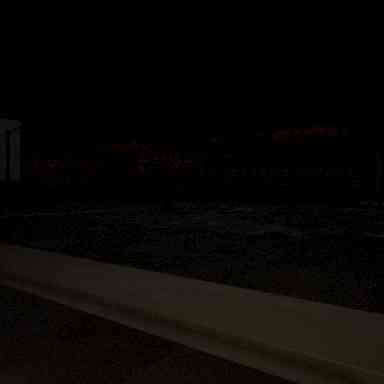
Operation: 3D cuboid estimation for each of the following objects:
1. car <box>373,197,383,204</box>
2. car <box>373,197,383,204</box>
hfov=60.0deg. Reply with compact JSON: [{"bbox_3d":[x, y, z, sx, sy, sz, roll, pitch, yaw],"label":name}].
[{"bbox_3d":[37.541,1.734,65.317,2.038,1.542,4.974,1,1,6],"label":"car"},{"bbox_3d":[37.548,1.576,65.367,1.853,1.218,4.536,1,1,6],"label":"car"}]
